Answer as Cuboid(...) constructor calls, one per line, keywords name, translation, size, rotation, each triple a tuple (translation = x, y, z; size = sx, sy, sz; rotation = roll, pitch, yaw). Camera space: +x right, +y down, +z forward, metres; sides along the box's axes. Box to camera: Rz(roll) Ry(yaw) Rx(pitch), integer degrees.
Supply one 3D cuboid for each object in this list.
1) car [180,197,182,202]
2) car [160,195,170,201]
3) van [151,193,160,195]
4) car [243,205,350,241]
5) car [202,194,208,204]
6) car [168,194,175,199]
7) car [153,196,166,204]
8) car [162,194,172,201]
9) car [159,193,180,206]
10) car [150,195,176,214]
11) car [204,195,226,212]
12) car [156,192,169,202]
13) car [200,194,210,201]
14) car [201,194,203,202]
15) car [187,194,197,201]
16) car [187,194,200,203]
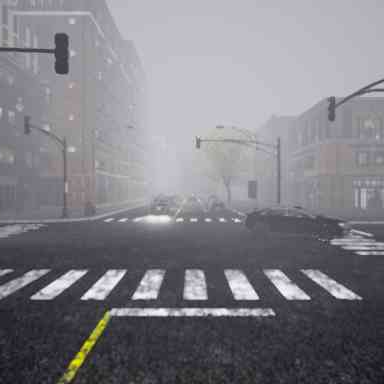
Cuboid(name="car", translation=(-3.003, 1.242, 64.015), size=(1.812, 1.442, 4.674), rotation=(0, 0, 0))
Cuboid(name="car", translation=(-5.678, 1.260, 70.322), size=(1.947, 1.339, 4.313), rotation=(0, 0, 0))
Cuboid(name="van", translation=(-5.682, 1.094, 53.231), size=(1.690, 1.788, 3.998), rotation=(0, 0, 0))
Cuboid(name="car", translation=(4.932, 1.412, 16.112), size=(4.902, 1.511, 2.128), rotation=(1, 1, 22))
Cuboid(name="car", translation=(2.698, 1.239, 41.835), size=(1.967, 1.590, 4.097), rotation=(0, 0, 0))
Cuboid(name="car", translation=(-5.675, 1.156, 92.939), size=(1.752, 1.417, 4.829), rotation=(0, 0, 0))
Cuboid(name="car", translation=(-5.680, 1.314, 58.929), size=(1.802, 1.307, 4.206), rotation=(0, 0, 0))
Cuboid(name="car", translation=(-5.677, 1.228, 76.018), size=(2.008, 1.369, 4.403), rotation=(0, 0, 0))
Cuboid(name="car", translation=(-3.083, 1.263, 45.160), size=(1.882, 1.535, 5.008), rotation=(0, 1, 0))
Cuboid(name="car", translation=(-3.094, 1.325, 33.349), size=(2.128, 1.511, 4.902), rotation=(0, 0, 0))
Cuboid(name="car", translation=(2.697, 1.373, 36.138), size=(2.008, 1.369, 4.403), rotation=(0, 0, 0))
Cuboid(name="car", translation=(-5.680, 1.028, 64.624), size=(2.192, 1.841, 5.009), rotation=(0, 0, 0))
Cuboid(name="car", translation=(2.702, 1.134, 70.318), size=(1.967, 1.590, 4.097), rotation=(0, 0, 0))
Cuboid(name="car", translation=(2.698, 1.216, 47.531), size=(1.967, 1.590, 4.097), rotation=(0, 0, 0))
Cuboid(name="car", translation=(0.014, 1.137, 73.328), size=(2.033, 1.411, 5.357), rotation=(0, 0, 0))
Cuboid(name="car", translation=(0.013, 1.281, 63.321), size=(1.994, 1.385, 4.181), rotation=(0, 0, 0))
